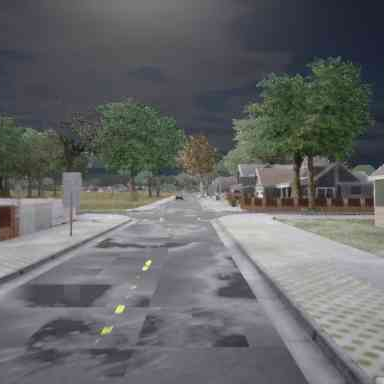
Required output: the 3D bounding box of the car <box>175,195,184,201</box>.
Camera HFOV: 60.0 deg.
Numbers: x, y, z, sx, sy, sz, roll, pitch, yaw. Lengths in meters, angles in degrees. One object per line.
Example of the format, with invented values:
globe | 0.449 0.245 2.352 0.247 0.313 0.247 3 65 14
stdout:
car | -2.750 1.262 71.704 1.895 1.301 4.718 0 0 0
